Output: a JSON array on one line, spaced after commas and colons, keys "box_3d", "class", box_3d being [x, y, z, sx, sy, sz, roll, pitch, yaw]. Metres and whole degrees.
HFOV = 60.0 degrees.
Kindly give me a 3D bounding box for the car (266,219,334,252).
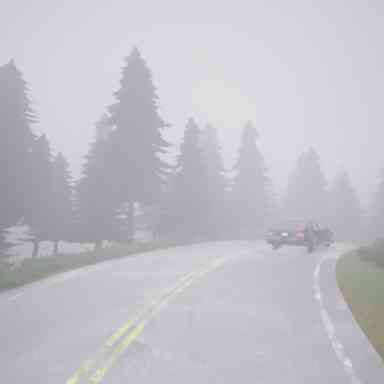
[{"box_3d": [5.229, 1.965, 15.747, 2.033, 1.411, 5.357, -2, -5, 34], "class": "car"}]
